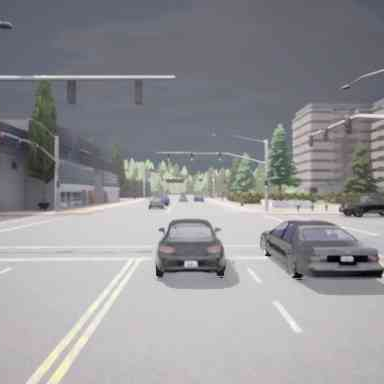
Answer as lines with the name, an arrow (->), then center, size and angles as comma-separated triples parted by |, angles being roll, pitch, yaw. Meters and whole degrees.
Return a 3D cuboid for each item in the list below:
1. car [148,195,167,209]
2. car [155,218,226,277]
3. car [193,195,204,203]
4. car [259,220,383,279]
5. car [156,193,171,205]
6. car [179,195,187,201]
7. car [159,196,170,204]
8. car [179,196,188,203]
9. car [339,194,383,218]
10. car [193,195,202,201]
car -> -4.764, 1.535, 44.546 | 1.812, 1.442, 4.674 | 0, 0, -2
car -> -0.062, 1.528, 10.099 | 1.812, 1.442, 4.674 | 0, 0, -1
car -> 1.596, 1.492, 72.808 | 1.882, 1.535, 5.008 | 0, 0, -1
car -> 3.450, 1.549, 9.990 | 2.033, 1.411, 5.357 | 0, 0, -1
car -> -4.997, 1.233, 53.973 | 2.150, 2.045, 5.566 | 0, 0, -1
car -> -2.160, 1.569, 82.793 | 1.994, 1.385, 4.181 | 0, 0, -1
car -> -5.192, 1.518, 64.333 | 1.837, 1.490, 4.892 | 0, 0, -1
car -> -1.895, 1.555, 72.462 | 2.033, 1.411, 5.357 | 0, 0, -1
car -> 16.296, 1.226, 30.096 | 5.566, 2.045, 2.150 | 0, 0, -2
car -> 1.338, 1.516, 82.946 | 1.837, 1.490, 4.892 | 0, 0, -1
